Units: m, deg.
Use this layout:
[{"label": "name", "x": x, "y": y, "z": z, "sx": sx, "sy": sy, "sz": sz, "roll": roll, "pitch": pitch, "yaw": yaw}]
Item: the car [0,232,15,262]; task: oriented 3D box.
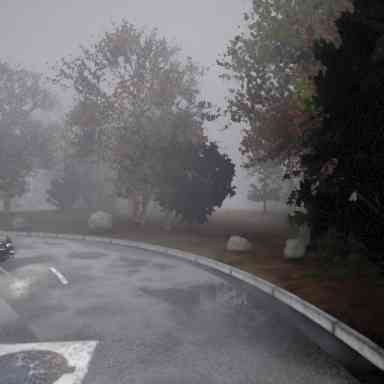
[{"label": "car", "x": -7.867, "y": 1.545, "z": 11.004, "sx": 4.892, "sy": 1.490, "sz": 1.837, "roll": -1, "pitch": -3, "yaw": 31}]
